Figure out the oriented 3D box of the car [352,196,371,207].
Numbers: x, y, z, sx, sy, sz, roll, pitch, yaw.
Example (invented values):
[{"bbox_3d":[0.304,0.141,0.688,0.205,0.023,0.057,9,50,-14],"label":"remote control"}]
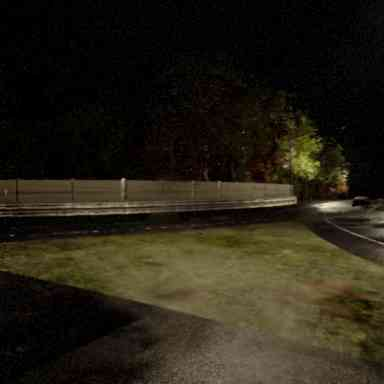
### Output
[{"bbox_3d":[23.022,1.218,45.212,1.994,1.385,4.181,0,0,32],"label":"car"}]
